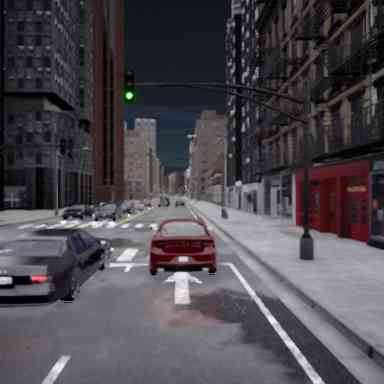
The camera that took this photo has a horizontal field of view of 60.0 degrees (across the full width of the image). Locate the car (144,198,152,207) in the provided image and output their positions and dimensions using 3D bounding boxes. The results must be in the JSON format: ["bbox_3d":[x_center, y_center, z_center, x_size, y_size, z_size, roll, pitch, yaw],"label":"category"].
[{"bbox_3d":[-8.875,2.031,63.619,2.097,1.767,4.553,0,-1,-2],"label":"car"}]

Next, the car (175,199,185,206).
[{"bbox_3d":[-2.696,2.302,72.840,2.033,1.411,5.357,0,-1,-2],"label":"car"}]

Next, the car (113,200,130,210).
[{"bbox_3d":[-11.906,2.159,56.535,2.033,1.411,5.357,0,-1,-2],"label":"car"}]

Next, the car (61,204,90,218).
[{"bbox_3d":[-11.043,1.907,32.652,2.033,1.411,5.357,0,-1,-2],"label":"car"}]

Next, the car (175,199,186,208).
[{"bbox_3d":[-2.207,2.158,62.473,1.837,1.490,4.892,0,-1,-2],"label":"car"}]

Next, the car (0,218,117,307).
[{"bbox_3d":[-3.426,1.640,8.408,2.033,1.411,5.357,0,-1,-2],"label":"car"}]

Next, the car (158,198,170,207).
[{"bbox_3d":[-5.498,2.272,63.496,1.895,1.301,4.718,0,-1,-2],"label":"car"}]

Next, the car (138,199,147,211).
[{"bbox_3d":[-8.455,2.144,50.626,1.895,1.301,4.718,0,-1,-2],"label":"car"}]

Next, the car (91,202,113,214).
[{"bbox_3d":[-11.395,1.990,42.486,1.812,1.442,4.674,0,-1,-3],"label":"car"}]

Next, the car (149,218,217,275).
[{"bbox_3d":[-0.299,1.590,10.954,1.882,1.535,5.008,0,-1,-2],"label":"car"}]

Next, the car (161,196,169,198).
[{"bbox_3d":[-5.972,2.001,73.561,2.150,2.045,5.566,0,-1,-2],"label":"car"}]

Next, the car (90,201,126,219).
[{"bbox_3d":[-7.736,1.843,31.198,1.837,1.490,4.892,0,-1,-2],"label":"car"}]

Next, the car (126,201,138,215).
[{"bbox_3d":[-8.087,1.942,40.605,1.837,1.490,4.892,0,-1,-2],"label":"car"}]
